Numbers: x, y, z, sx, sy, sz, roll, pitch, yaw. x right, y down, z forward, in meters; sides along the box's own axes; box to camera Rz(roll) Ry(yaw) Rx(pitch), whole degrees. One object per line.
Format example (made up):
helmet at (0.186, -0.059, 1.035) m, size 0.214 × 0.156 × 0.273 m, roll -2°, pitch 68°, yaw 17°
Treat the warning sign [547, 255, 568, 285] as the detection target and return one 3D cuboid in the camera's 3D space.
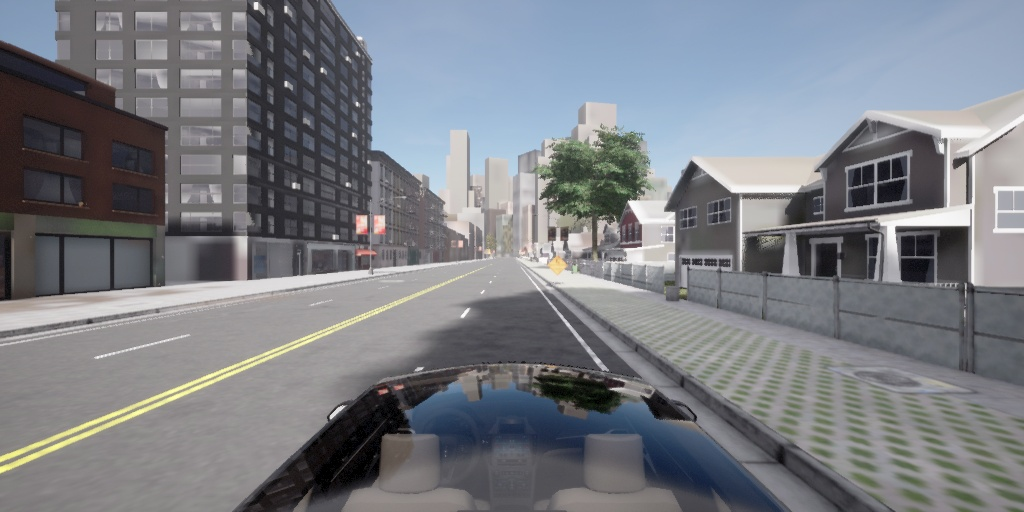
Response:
warning sign at (2.850, 0.863, 22.476) m, size 1.300 × 1.860 × 1.060 m, roll 0°, pitch 0°, yaw 0°
